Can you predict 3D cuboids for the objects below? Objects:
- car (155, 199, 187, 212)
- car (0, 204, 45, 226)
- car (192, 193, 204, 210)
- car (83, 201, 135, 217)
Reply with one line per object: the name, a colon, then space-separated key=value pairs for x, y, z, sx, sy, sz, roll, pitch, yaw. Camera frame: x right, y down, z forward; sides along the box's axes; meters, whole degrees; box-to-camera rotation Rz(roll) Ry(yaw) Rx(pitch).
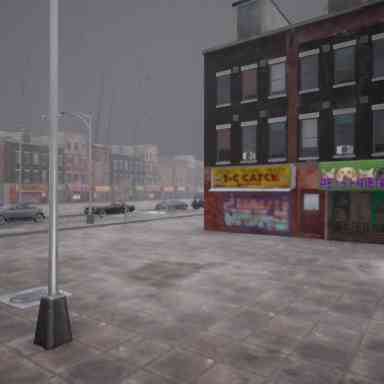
car: x=-2.364 y=1.450 z=37.863 sx=1.994 sy=1.385 sz=4.181 roll=0 pitch=0 yaw=35
car: x=-12.598 y=1.515 z=23.380 sx=1.994 sy=1.385 sz=4.181 roll=0 pitch=0 yaw=36
car: x=2.196 y=1.103 z=39.222 sx=2.150 sy=2.045 sz=5.566 roll=0 pitch=0 yaw=35
car: x=-7.556 y=1.519 z=30.516 sx=1.895 sy=1.301 sz=4.718 roll=0 pitch=0 yaw=36
